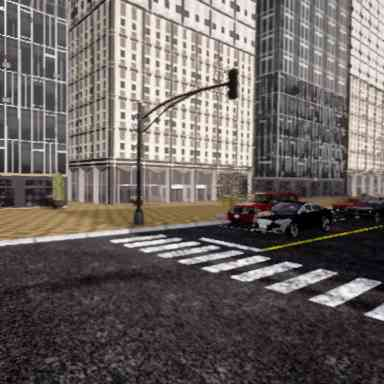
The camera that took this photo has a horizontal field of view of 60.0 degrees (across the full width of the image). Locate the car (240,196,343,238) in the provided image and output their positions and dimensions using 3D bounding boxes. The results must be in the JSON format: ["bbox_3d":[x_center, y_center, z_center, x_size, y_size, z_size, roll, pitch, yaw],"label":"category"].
[{"bbox_3d":[4.825,1.175,15.724,4.902,1.511,2.128,0,2,-42],"label":"car"}]

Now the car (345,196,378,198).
[{"bbox_3d":[12.418,1.065,25.945,4.507,1.381,1.887,0,2,-42],"label":"car"}]

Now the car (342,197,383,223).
[{"bbox_3d":[11.805,1.226,21.933,4.718,1.301,1.895,0,2,-42],"label":"car"}]

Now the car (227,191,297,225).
[{"bbox_3d":[4.155,0.903,18.599,5.009,1.841,2.192,0,2,-42],"label":"car"}]
